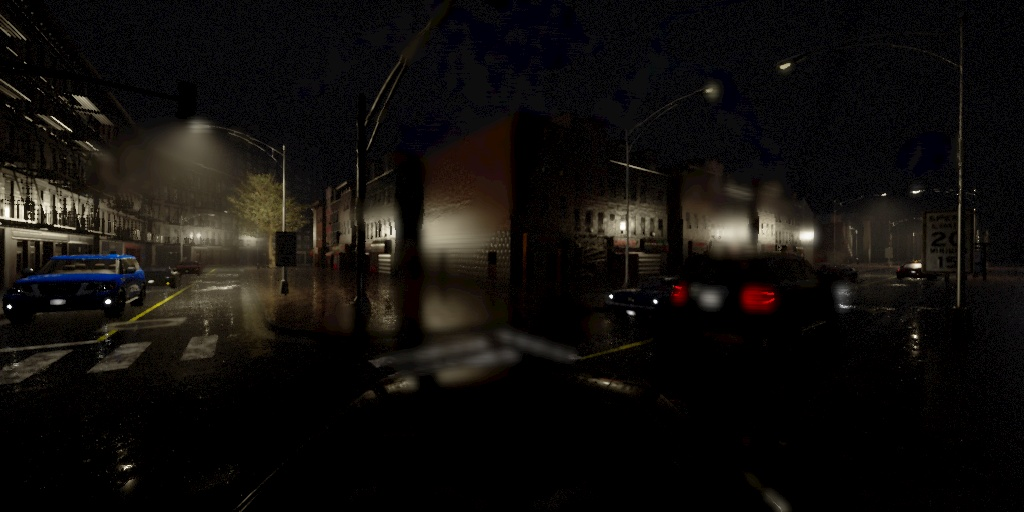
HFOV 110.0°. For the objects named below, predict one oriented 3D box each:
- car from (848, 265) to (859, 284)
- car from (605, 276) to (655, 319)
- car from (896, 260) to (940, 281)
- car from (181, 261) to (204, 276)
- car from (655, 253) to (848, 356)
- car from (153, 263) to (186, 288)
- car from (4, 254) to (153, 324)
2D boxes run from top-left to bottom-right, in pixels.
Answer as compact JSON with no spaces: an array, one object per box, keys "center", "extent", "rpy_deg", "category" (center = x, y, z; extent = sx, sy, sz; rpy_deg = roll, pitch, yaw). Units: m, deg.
[{"center":[22.128,1.272,24.645],"extent":[4.718,1.301,1.895],"rpy_deg":[0,0,-37],"category":"car"},{"center":[5.147,1.311,11.672],"extent":[4.718,1.301,1.895],"rpy_deg":[0,0,-38],"category":"car"},{"center":[33.412,1.232,29.618],"extent":[4.181,1.385,1.994],"rpy_deg":[0,0,-37],"category":"car"},{"center":[-33.116,1.246,36.880],"extent":[1.882,1.535,5.008],"rpy_deg":[0,0,-37],"category":"car"},{"center":[6.097,0.947,8.805],"extent":[5.566,2.045,2.150],"rpy_deg":[0,0,-37],"category":"car"},{"center":[-22.208,1.312,22.440],"extent":[1.994,1.385,4.181],"rpy_deg":[0,0,-37],"category":"car"},{"center":[-14.580,0.963,12.404],"extent":[2.150,2.045,5.566],"rpy_deg":[0,0,-37],"category":"car"}]
